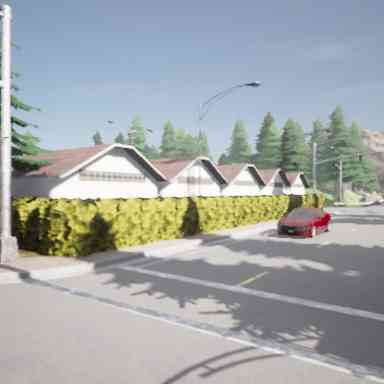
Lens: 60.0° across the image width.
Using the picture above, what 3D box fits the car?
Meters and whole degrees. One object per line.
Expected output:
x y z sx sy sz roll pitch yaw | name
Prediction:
6.384 1.638 18.698 1.882 1.535 5.008 0 2 36 | car
